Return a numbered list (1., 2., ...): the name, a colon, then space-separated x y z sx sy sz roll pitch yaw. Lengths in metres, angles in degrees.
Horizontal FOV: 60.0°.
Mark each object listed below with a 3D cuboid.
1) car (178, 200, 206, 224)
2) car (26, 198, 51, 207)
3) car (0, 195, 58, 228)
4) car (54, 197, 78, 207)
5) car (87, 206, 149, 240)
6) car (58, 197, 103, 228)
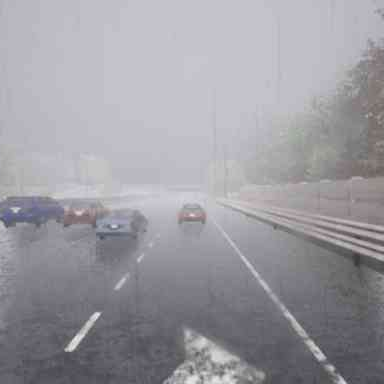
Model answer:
1. car: 0.006 1.583 25.249 1.994 1.385 4.181 0 0 0
2. car: -24.518 1.650 53.223 1.994 1.385 4.181 0 0 1
3. car: -10.395 1.236 22.254 2.150 2.045 5.566 0 0 0
4. car: -21.019 1.586 55.779 2.128 1.511 4.902 0 0 1
5. car: -3.394 1.556 16.997 2.033 1.411 5.357 0 0 0
6. car: -6.894 1.367 22.413 2.097 1.767 4.553 0 0 0
